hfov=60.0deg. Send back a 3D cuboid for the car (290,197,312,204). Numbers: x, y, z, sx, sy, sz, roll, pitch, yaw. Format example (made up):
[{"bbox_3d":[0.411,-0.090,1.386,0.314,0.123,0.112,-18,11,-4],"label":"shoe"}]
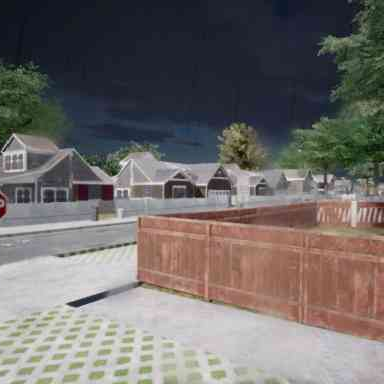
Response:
[{"bbox_3d":[15.156,1.411,46.050,1.994,1.385,4.181,0,0,36],"label":"car"}]
